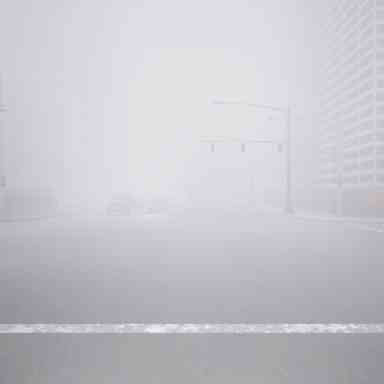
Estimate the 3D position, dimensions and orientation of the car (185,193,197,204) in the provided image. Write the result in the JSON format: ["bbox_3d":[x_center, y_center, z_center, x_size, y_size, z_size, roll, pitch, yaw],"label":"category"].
[{"bbox_3d":[-0.135,1.221,63.770,2.150,2.045,5.566,0,0,0],"label":"car"}]

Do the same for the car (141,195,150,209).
[{"bbox_3d":[-7.195,1.547,44.802,2.033,1.411,5.357,0,0,0],"label":"car"}]

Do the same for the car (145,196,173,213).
[{"bbox_3d":[-3.680,1.491,37.473,2.128,1.511,4.902,0,0,0],"label":"car"}]

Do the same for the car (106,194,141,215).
[{"bbox_3d":[-7.156,1.221,34.551,2.150,2.045,5.566,0,0,2],"label":"car"}]

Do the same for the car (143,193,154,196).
[{"bbox_3d":[-7.206,1.221,55.326,2.150,2.045,5.566,0,0,0],"label":"car"}]

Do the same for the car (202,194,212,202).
[{"bbox_3d":[3.345,1.355,74.593,2.097,1.767,4.553,0,0,0],"label":"car"}]

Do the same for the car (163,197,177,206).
[{"bbox_3d":[-3.707,1.564,56.503,1.994,1.385,4.181,0,0,0],"label":"car"}]

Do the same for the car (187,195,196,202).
[{"bbox_3d":[-0.158,1.382,74.441,1.994,1.385,4.181,0,0,0],"label":"car"}]

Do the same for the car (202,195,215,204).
[{"bbox_3d":[3.459,1.526,64.690,1.812,1.442,4.674,0,0,0],"label":"car"}]

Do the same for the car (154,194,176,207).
[{"bbox_3d":[-3.695,1.352,46.690,2.097,1.767,4.553,0,0,0],"label":"car"}]
